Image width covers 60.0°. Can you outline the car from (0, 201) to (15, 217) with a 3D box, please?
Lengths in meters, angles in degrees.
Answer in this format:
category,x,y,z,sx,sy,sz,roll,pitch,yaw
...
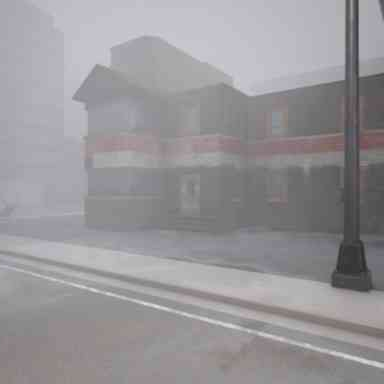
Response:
category,x,y,z,sx,sy,sz,roll,pitch,yaw
car,-17.645,1.413,28.262,2.038,1.542,4.974,0,0,15

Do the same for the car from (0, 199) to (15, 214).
category,x,y,z,sx,sy,sz,roll,pitch,yaw
car,-17.631,1.255,28.312,1.853,1.218,4.536,0,0,15
